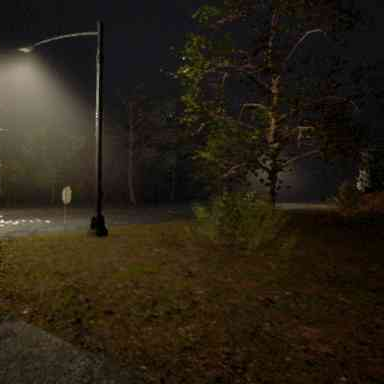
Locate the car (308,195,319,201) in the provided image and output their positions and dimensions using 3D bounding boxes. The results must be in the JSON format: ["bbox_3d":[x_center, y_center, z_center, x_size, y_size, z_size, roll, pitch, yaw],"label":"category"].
[{"bbox_3d":[32.664,1.639,89.011,1.812,1.442,4.674,1,0,36],"label":"car"}]
